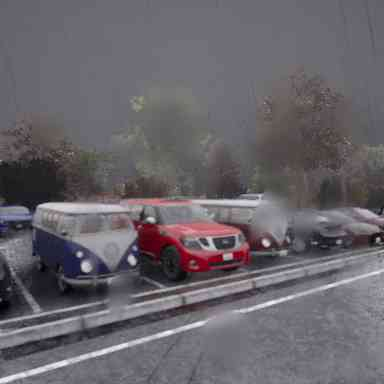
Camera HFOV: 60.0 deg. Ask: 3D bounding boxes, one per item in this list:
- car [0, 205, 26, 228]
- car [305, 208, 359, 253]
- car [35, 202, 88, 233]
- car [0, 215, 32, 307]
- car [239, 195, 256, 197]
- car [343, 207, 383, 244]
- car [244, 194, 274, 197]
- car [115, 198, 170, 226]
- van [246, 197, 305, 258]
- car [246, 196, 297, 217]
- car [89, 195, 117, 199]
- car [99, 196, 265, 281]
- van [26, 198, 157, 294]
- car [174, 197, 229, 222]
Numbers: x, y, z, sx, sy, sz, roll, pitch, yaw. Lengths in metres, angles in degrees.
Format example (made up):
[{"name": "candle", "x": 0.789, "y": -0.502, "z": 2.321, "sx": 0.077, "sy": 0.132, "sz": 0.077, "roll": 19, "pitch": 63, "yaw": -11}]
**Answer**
[{"name": "car", "x": -10.556, "y": 1.517, "z": 19.621, "sx": 2.097, "sy": 1.535, "sz": 5.008, "roll": 0, "pitch": 0, "yaw": -35}, {"name": "car", "x": 3.832, "y": 1.504, "z": 13.770, "sx": 2.231, "sy": 1.521, "sz": 4.892, "roll": 0, "pitch": 0, "yaw": -35}, {"name": "car", "x": -8.490, "y": 1.509, "z": 21.305, "sx": 1.946, "sy": 1.575, "sz": 5.366, "roll": 0, "pitch": 0, "yaw": -35}, {"name": "car", "x": -5.253, "y": 1.524, "z": 7.334, "sx": 2.231, "sy": 1.521, "sz": 4.892, "roll": 0, "pitch": 0, "yaw": -35}, {"name": "car", "x": 2.961, "y": 1.361, "z": 29.228, "sx": 2.185, "sy": 1.767, "sz": 4.553, "roll": 0, "pitch": 0, "yaw": -35}, {"name": "car", "x": 6.116, "y": 1.527, "z": 15.360, "sx": 2.163, "sy": 1.488, "sz": 4.792, "roll": 0, "pitch": 0, "yaw": -35}, {"name": "car", "x": 5.337, "y": 1.229, "z": 30.908, "sx": 2.435, "sy": 2.045, "sz": 5.566, "roll": 0, "pitch": 0, "yaw": -35}, {"name": "car", "x": -3.718, "y": 1.376, "z": 24.420, "sx": 2.185, "sy": 1.767, "sz": 4.553, "roll": 0, "pitch": 0, "yaw": -35}, {"name": "van", "x": 1.523, "y": 1.282, "z": 11.999, "sx": 1.878, "sy": 1.987, "sz": 4.442, "roll": 0, "pitch": 0, "yaw": -35}, {"name": "car", "x": 7.645, "y": 1.350, "z": 32.470, "sx": 2.185, "sy": 1.767, "sz": 4.553, "roll": 0, "pitch": 0, "yaw": -35}, {"name": "car", "x": -6.127, "y": 1.256, "z": 22.787, "sx": 2.435, "sy": 2.045, "sz": 5.566, "roll": 0, "pitch": 0, "yaw": -35}, {"name": "car", "x": -0.698, "y": 1.262, "z": 10.534, "sx": 2.435, "sy": 2.045, "sz": 5.566, "roll": 0, "pitch": 0, "yaw": -35}, {"name": "van", "x": -2.918, "y": 1.293, "z": 8.853, "sx": 1.878, "sy": 1.987, "sz": 4.442, "roll": 0, "pitch": 0, "yaw": -35}, {"name": "car", "x": 0.689, "y": 1.366, "z": 27.619, "sx": 2.185, "sy": 1.767, "sz": 4.553, "roll": 0, "pitch": 0, "yaw": -35}]
